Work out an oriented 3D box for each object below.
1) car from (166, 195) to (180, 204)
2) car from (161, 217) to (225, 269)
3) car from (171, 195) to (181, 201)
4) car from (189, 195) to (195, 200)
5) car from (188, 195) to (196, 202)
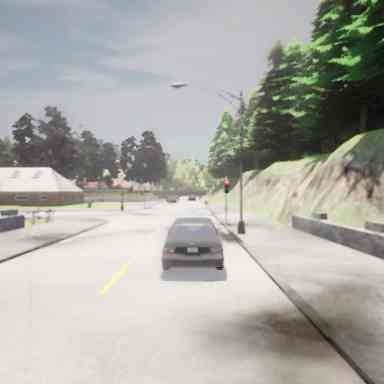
[{"bbox_3d":[-4.011,1.510,66.074,1.837,1.490,4.892,0,0,0],"label":"car"},{"bbox_3d":[0.042,1.549,11.106,2.033,1.411,5.357,0,0,1],"label":"car"},{"bbox_3d":[-3.995,1.448,82.459,2.128,1.511,4.902,0,0,0],"label":"car"},{"bbox_3d":[0.005,1.419,90.304,1.812,1.442,4.674,0,0,0],"label":"car"},{"bbox_3d":[0.005,1.525,79.944,2.128,1.511,4.902,0,0,0],"label":"car"}]
